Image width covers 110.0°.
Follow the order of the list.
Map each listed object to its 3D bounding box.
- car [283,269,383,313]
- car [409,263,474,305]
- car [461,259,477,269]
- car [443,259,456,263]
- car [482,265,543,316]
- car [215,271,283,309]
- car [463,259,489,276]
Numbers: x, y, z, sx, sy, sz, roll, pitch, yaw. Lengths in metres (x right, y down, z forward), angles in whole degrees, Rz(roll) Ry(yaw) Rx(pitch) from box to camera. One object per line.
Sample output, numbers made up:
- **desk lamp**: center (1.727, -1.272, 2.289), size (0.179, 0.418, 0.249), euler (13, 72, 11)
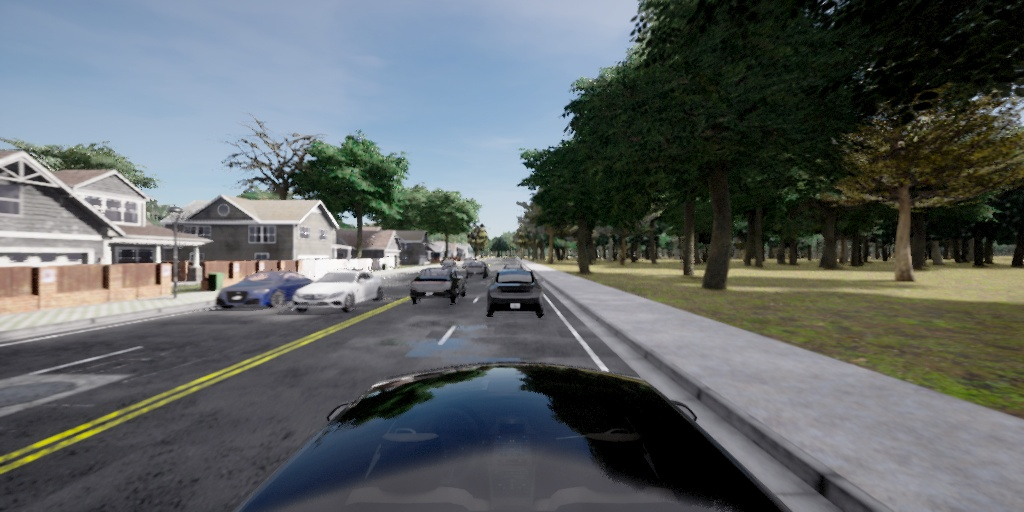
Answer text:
- **car**: center (-6.599, 1.271, 14.204), size (1.812, 1.442, 4.674), euler (0, 0, 0)
- **car**: center (-3.149, 1.236, 16.099), size (2.128, 1.511, 4.902), euler (0, 0, 0)
- **car**: center (-6.567, 1.263, 55.258), size (1.812, 1.442, 4.674), euler (0, 0, 0)
- **car**: center (-9.815, 1.262, 56.077), size (1.812, 1.442, 4.674), euler (0, 0, 0)
- **car**: center (0.100, 1.251, 13.307), size (1.837, 1.490, 4.892), euler (0, 0, 0)
- **car**: center (-9.848, 1.309, 14.818), size (1.994, 1.385, 4.181), euler (0, 0, 0)
- **car**: center (-3.150, 1.235, 32.964), size (2.128, 1.511, 4.902), euler (0, 0, 0)
